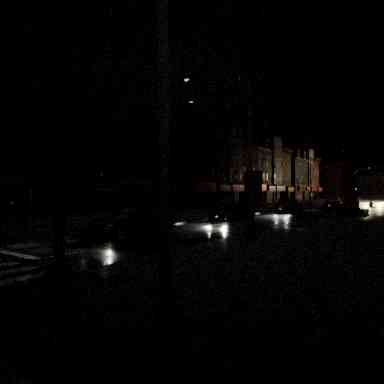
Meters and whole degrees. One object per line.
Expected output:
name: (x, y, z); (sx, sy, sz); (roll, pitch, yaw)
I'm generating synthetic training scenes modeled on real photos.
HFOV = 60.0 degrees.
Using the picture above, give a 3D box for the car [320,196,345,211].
car: (16.603, 1.470, 38.986); (1.994, 1.385, 4.181); (-1, 0, 36)

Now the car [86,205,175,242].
car: (-2.909, 1.464, 16.738); (1.882, 1.535, 5.008); (-1, 0, 37)

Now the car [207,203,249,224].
car: (2.852, 1.531, 24.776); (1.994, 1.385, 4.181); (-1, 0, 35)

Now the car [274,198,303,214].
car: (10.206, 1.435, 35.008); (2.128, 1.511, 4.902); (-1, 0, 36)

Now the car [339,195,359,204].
car: (22.358, 1.487, 47.101); (1.895, 1.301, 4.718); (-1, 0, 36)
